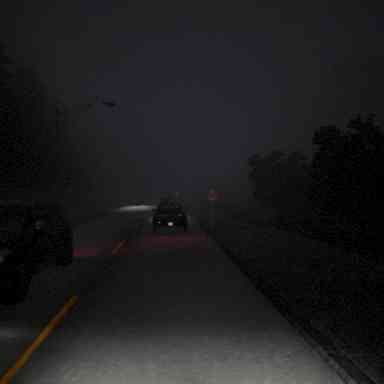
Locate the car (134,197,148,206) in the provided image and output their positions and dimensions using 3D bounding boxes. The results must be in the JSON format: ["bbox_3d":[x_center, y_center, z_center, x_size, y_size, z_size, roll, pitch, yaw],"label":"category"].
[{"bbox_3d":[-7.958,1.421,51.953,1.895,1.301,4.718,-1,0,-4],"label":"car"}]

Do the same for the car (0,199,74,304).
[{"bbox_3d":[-4.679,1.234,8.429,2.150,2.045,5.566,-1,0,-4],"label":"car"}]

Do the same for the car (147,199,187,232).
[{"bbox_3d":[-1.293,1.402,19.351,2.128,1.511,4.902,-1,0,-4],"label":"car"}]

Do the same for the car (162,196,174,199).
[{"bbox_3d":[-3.039,1.299,42.271,2.128,1.511,4.902,-1,0,-4],"label":"car"}]
